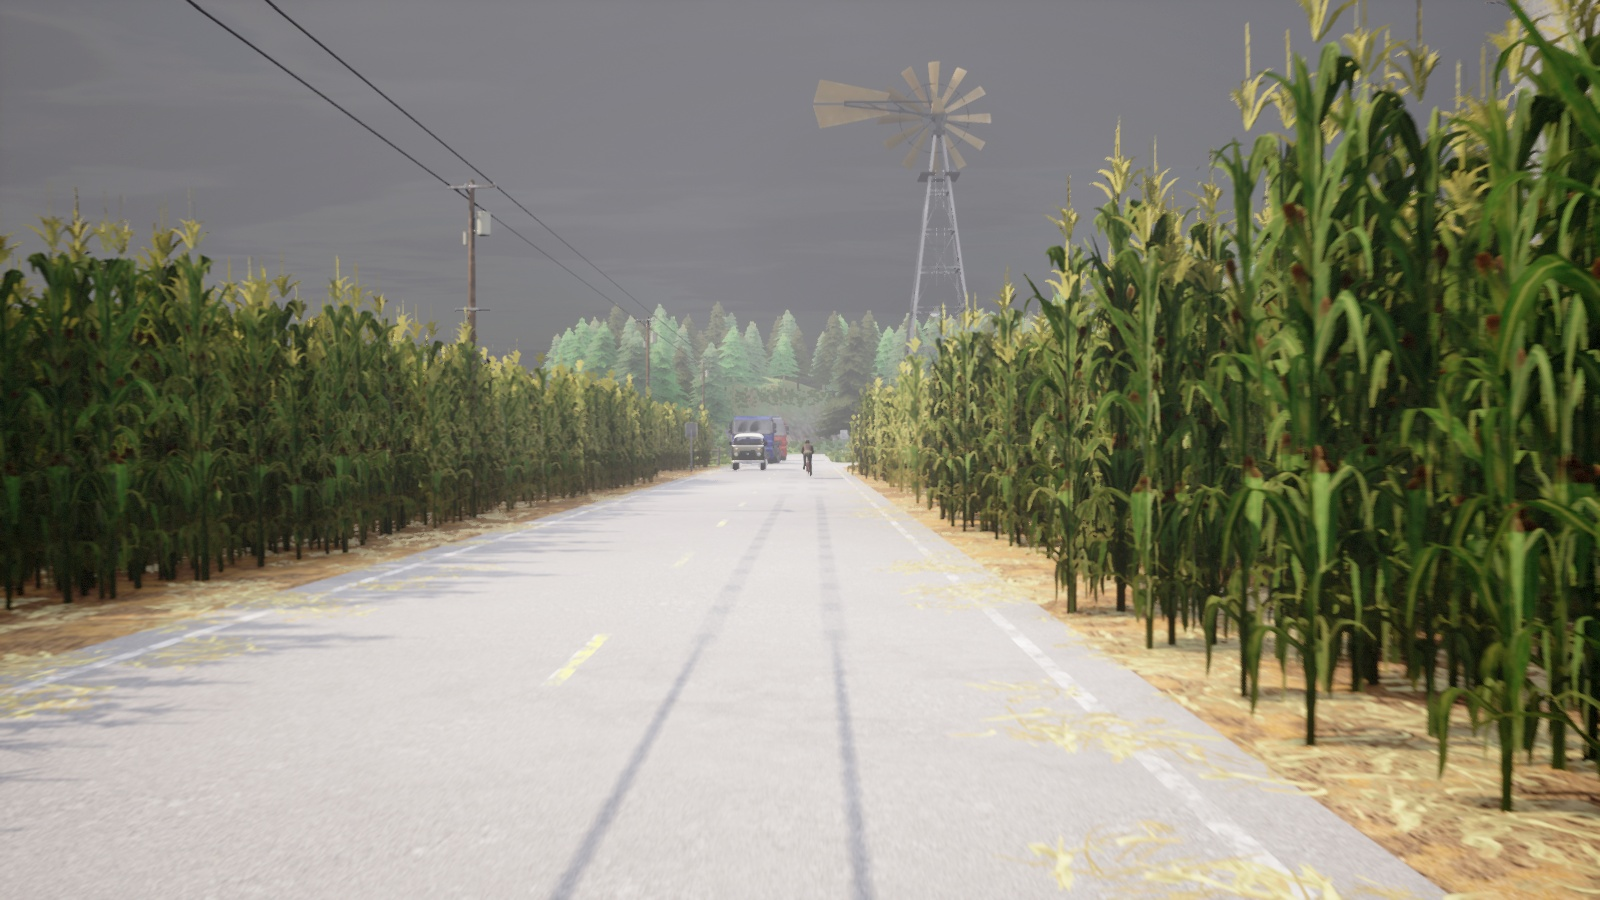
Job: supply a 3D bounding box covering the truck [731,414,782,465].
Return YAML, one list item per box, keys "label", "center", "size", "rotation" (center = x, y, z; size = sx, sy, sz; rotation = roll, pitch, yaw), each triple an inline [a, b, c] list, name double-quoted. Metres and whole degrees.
- label: "truck"
  center: [-3.061, -0.748, 90.225]
  size: [2.891, 3.462, 7.936]
  rotation: [0, 0, 3]

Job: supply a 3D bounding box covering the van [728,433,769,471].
- label: "van"
  center: [-2.786, 0.079, 68.890]
  size: [2.069, 2.038, 4.480]
  rotation: [0, 0, 0]
